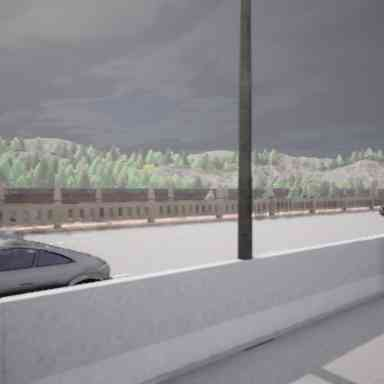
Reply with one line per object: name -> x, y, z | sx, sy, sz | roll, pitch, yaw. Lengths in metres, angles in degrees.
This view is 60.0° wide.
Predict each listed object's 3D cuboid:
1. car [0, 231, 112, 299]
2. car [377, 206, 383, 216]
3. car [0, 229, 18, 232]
car -> -3.524, 1.564, 5.782 | 4.181, 1.385, 1.994 | 0, 0, -36
car -> 19.423, 1.527, 31.324 | 4.674, 1.442, 1.812 | 0, 0, -37
car -> -6.563, 1.491, 7.911 | 4.902, 1.511, 2.128 | 0, 0, -36
